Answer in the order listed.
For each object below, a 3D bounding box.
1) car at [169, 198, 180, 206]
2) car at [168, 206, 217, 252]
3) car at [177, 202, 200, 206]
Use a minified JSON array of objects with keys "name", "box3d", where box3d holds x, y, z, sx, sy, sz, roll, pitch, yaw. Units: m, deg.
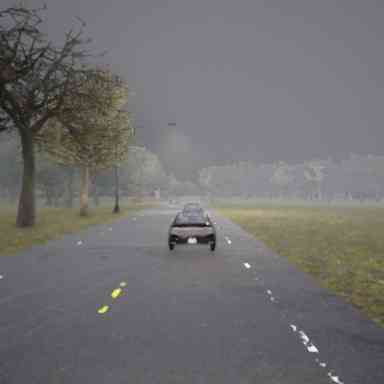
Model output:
[{"name":"car","box3d":[-3.378,1.857,63.889,2.128,1.511,4.902,0,0,0]},{"name":"car","box3d":[0.016,1.569,14.263,2.128,1.511,4.902,-1,-1,0]},{"name":"car","box3d":[0.055,1.722,28.953,2.033,1.411,5.357,0,0,0]}]
